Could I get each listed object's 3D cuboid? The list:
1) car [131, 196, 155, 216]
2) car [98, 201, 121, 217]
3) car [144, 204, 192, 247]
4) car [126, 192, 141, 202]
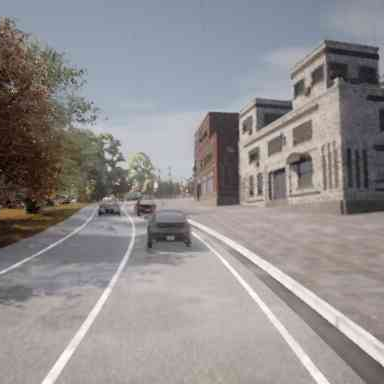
[{"bbox_3d":[-4.666,1.487,33.162,1.882,1.535,5.008,1,0,-14],"label":"car"},{"bbox_3d":[-7.582,1.521,30.730,1.994,1.385,4.181,1,0,-13],"label":"car"},{"bbox_3d":[-1.131,1.540,15.322,1.837,1.490,4.892,1,0,-7],"label":"car"},{"bbox_3d":[-12.513,1.006,72.011,2.150,2.045,5.566,-1,0,7],"label":"car"}]
